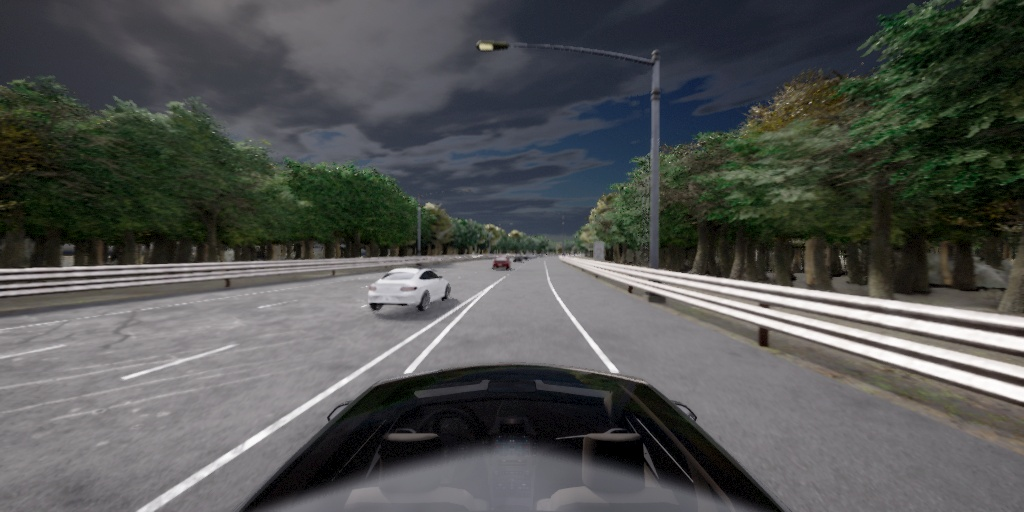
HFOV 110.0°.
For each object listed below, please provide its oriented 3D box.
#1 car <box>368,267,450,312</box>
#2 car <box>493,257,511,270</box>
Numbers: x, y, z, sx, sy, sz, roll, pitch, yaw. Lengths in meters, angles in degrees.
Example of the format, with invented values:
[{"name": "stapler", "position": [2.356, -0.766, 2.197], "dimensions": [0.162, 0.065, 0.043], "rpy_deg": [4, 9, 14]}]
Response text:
[{"name": "car", "position": [-3.684, 1.139, 13.420], "dimensions": [1.812, 1.442, 4.674], "rpy_deg": [0, 1, 5]}, {"name": "car", "position": [-1.154, 0.797, 43.279], "dimensions": [1.882, 1.535, 5.008], "rpy_deg": [0, 1, 5]}]
